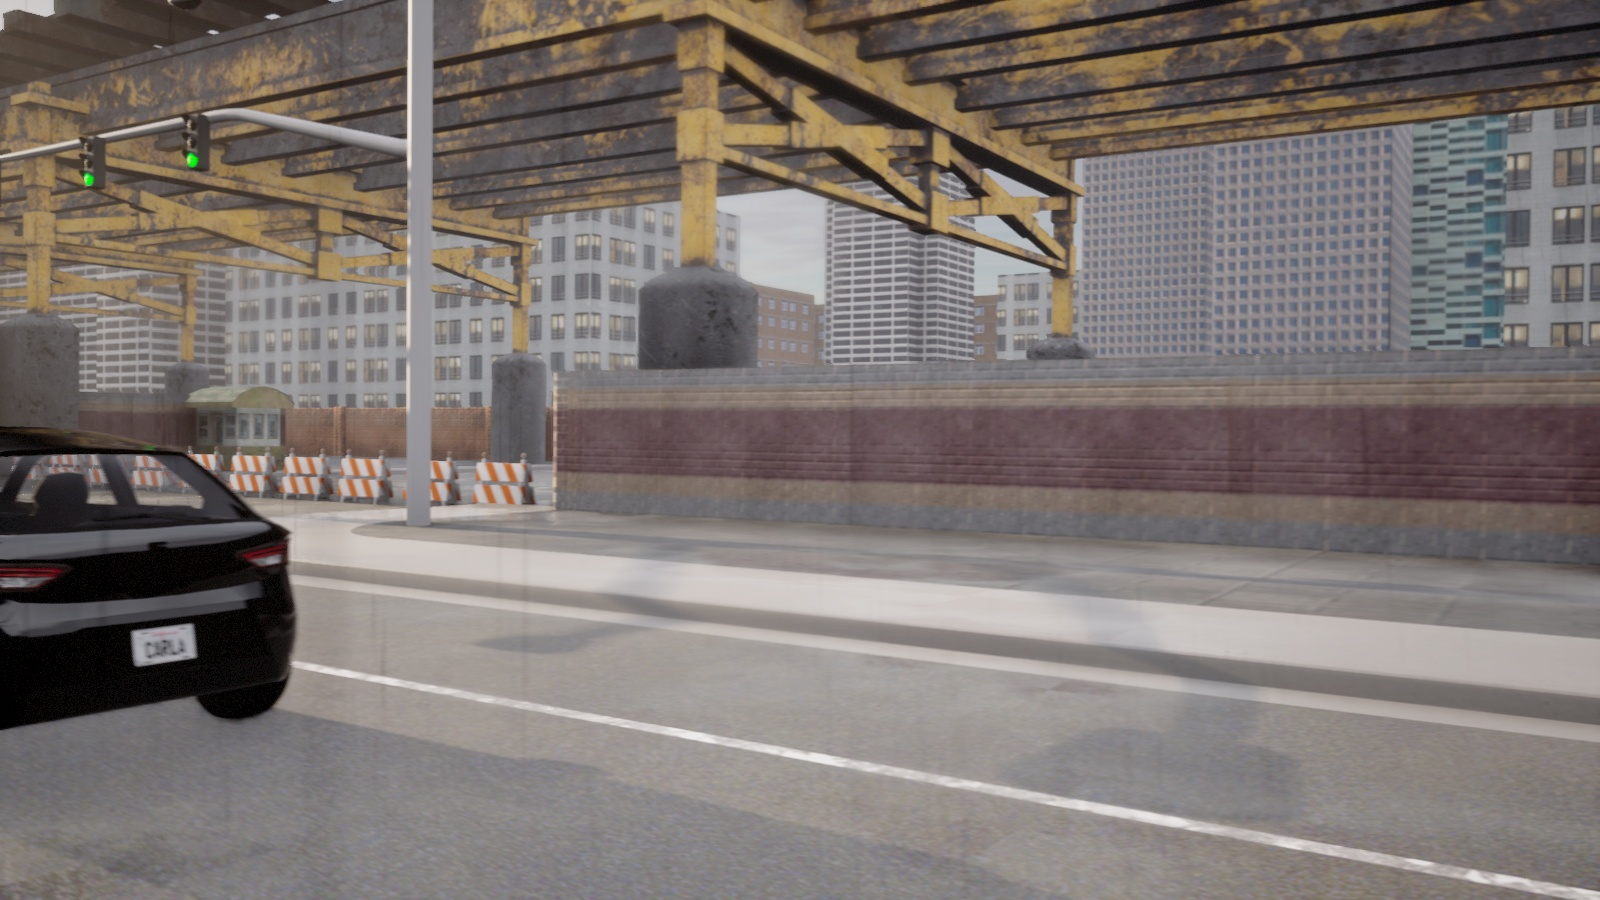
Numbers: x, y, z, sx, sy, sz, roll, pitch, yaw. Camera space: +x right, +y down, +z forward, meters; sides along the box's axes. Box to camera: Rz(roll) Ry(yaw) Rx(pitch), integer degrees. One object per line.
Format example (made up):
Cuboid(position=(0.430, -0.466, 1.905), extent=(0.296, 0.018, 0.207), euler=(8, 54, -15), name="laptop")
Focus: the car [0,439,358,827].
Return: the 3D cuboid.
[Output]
Cuboid(position=(-4.423, 0.695, 6.562), extent=(4.193, 1.474, 1.816), euler=(0, 1, 34), name="car")
